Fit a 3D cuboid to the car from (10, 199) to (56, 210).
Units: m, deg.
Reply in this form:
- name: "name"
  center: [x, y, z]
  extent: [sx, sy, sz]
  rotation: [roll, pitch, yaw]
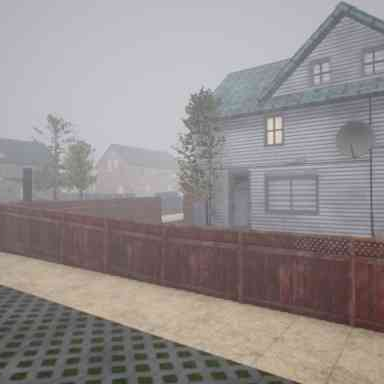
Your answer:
- name: "car"
  center: [-11.098, 1.226, 21.840]
  extent: [2.128, 1.511, 4.902]
  rotation: [-1, 1, 36]

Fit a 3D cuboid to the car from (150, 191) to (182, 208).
- name: "car"
  center: [-3.032, 0.754, 33.062]
  extent: [2.097, 1.767, 4.553]
  rotation: [-1, 1, 36]
